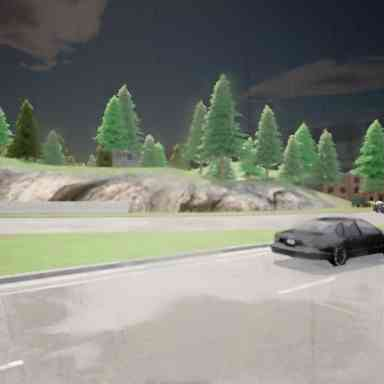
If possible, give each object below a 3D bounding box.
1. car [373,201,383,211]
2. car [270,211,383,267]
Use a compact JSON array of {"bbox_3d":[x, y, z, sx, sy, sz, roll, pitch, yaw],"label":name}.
[{"bbox_3d":[22.111,1.435,36.419,4.553,1.767,2.097,0,0,-23],"label":"car"},{"bbox_3d":[5.160,1.573,11.517,5.357,1.411,2.033,0,0,-32],"label":"car"}]
